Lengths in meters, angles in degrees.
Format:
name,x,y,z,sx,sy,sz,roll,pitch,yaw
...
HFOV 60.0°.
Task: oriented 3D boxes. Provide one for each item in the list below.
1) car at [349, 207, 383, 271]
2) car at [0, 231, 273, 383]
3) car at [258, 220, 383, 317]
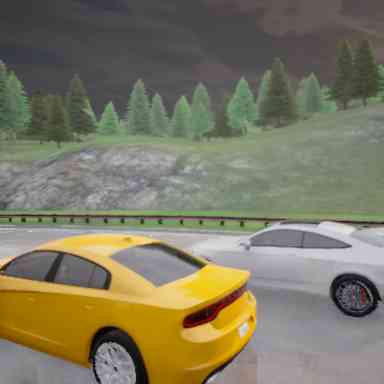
name,x,y,z,sx,sy,sz,roll,pitch,yaw
car,6.495,1.184,7.949,4.674,1.442,1.812,0,1,37
car,-1.585,1.378,4.920,5.008,1.535,1.882,0,1,29
car,2.006,1.305,6.834,4.674,1.442,1.812,0,1,32
